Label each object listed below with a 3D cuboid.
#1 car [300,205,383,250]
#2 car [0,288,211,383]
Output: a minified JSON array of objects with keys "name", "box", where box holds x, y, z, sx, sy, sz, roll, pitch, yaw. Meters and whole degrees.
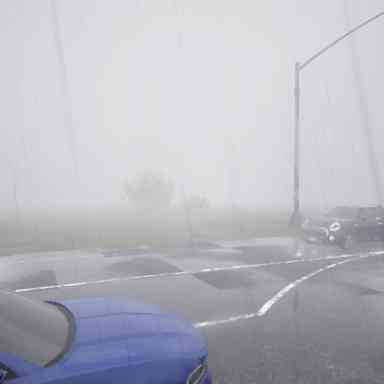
[{"name":"car","box":[6.999,1.370,14.622,4.553,1.767,2.097,0,0,-25]},{"name":"car","box":[-2.230,1.478,2.568,5.008,1.535,1.882,0,0,-25]}]
